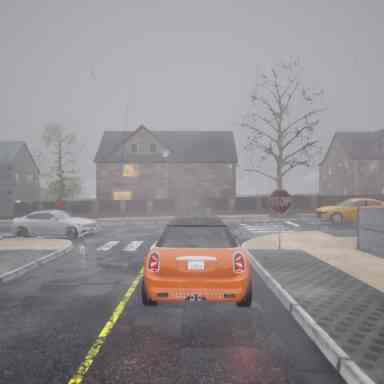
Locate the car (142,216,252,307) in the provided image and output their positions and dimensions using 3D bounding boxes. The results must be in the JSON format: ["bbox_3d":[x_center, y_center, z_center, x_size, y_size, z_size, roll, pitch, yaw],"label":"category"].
[{"bbox_3d":[0.155,1.351,8.158,2.097,1.767,4.553,0,0,2],"label":"car"}]

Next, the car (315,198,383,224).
[{"bbox_3d":[10.515,1.160,21.383,5.008,1.535,1.882,-1,1,0],"label":"car"}]

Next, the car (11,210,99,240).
[{"bbox_3d":[-7.251,1.676,17.637,4.674,1.442,1.812,-2,0,13],"label":"car"}]

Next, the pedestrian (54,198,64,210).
[{"bbox_3d":[-9.699,1.257,24.218,0.375,1.860,0.375,0,2,0],"label":"pedestrian"}]
